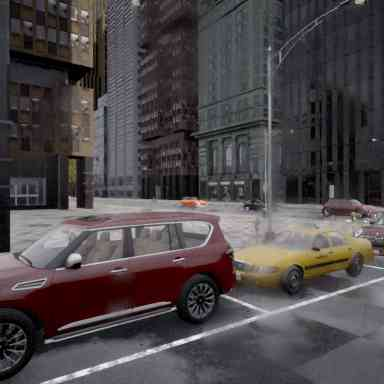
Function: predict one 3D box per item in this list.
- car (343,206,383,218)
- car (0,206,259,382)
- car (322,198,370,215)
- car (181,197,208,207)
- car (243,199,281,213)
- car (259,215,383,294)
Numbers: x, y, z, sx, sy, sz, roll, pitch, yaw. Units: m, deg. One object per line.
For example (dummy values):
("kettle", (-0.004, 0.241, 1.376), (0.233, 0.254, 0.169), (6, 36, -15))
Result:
("car", (7.632, 1.439, 12.099), (4.097, 1.590, 1.967), (0, 0, -36))
("car", (-1.489, 1.315, 5.592), (5.009, 1.841, 2.192), (0, 0, -36))
("car", (14.027, 1.398, 29.646), (2.097, 1.767, 4.553), (0, 0, -35))
("car", (0.292, 1.471, 48.936), (2.097, 1.767, 4.553), (0, 0, -36))
("car", (7.974, 1.582, 38.140), (1.837, 1.490, 4.892), (0, 0, -35))
("car", (2.934, 1.525, 8.746), (4.829, 1.417, 1.752), (0, 0, -36))
